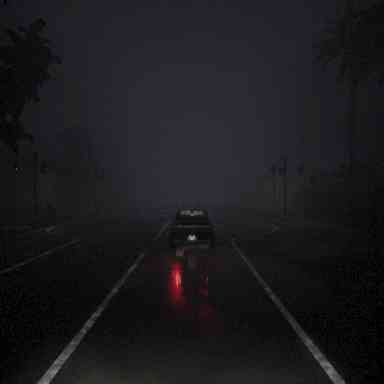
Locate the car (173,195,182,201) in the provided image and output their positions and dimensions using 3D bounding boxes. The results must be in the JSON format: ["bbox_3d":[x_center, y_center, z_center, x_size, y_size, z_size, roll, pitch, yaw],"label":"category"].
[{"bbox_3d":[-3.500,1.493,81.068,2.033,1.411,5.357,0,0,0],"label":"car"}]

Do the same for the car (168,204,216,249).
[{"bbox_3d":[0.000,1.494,14.650,2.128,1.511,4.902,0,0,0],"label":"car"}]

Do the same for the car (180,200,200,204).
[{"bbox_3d":[0.000,1.615,29.680,1.895,1.301,4.718,0,0,0],"label":"car"}]
